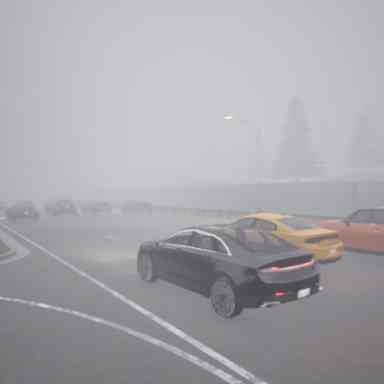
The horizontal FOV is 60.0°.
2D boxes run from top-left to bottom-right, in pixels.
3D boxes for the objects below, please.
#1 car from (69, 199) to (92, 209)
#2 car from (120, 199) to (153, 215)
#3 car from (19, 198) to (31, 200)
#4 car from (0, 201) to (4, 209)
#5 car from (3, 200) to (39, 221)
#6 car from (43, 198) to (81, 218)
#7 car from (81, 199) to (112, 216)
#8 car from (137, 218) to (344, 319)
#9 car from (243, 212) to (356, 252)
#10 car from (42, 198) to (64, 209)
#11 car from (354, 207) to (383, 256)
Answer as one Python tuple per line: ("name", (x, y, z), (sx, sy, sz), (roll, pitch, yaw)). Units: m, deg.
("car", (-16.428, 1.692, 49.036), (1.895, 1.301, 4.718), (0, 0, -36))
("car", (-5.808, 1.522, 34.246), (1.837, 1.490, 4.892), (0, 0, -36))
("car", (-23.896, 1.631, 47.430), (1.882, 1.535, 5.008), (0, 0, -36))
("car", (-24.956, 1.766, 42.909), (1.895, 1.301, 4.718), (0, 0, -36))
("car", (-14.308, 1.655, 28.083), (1.994, 1.385, 4.181), (0, 0, -36))
("car", (-12.534, 1.426, 31.611), (2.097, 1.767, 4.553), (0, 0, -36))
("car", (-9.776, 1.541, 33.771), (2.128, 1.511, 4.902), (0, 0, -36))
("car", (0.457, 1.479, 7.522), (2.128, 1.511, 4.902), (0, 0, -36))
("car", (2.335, 1.448, 10.907), (1.882, 1.535, 5.008), (0, 0, -36))
("car", (-20.152, 1.627, 48.220), (1.837, 1.490, 4.892), (0, 0, -36))
("car", (6.284, 1.290, 11.404), (2.097, 1.767, 4.553), (0, 0, -36))
